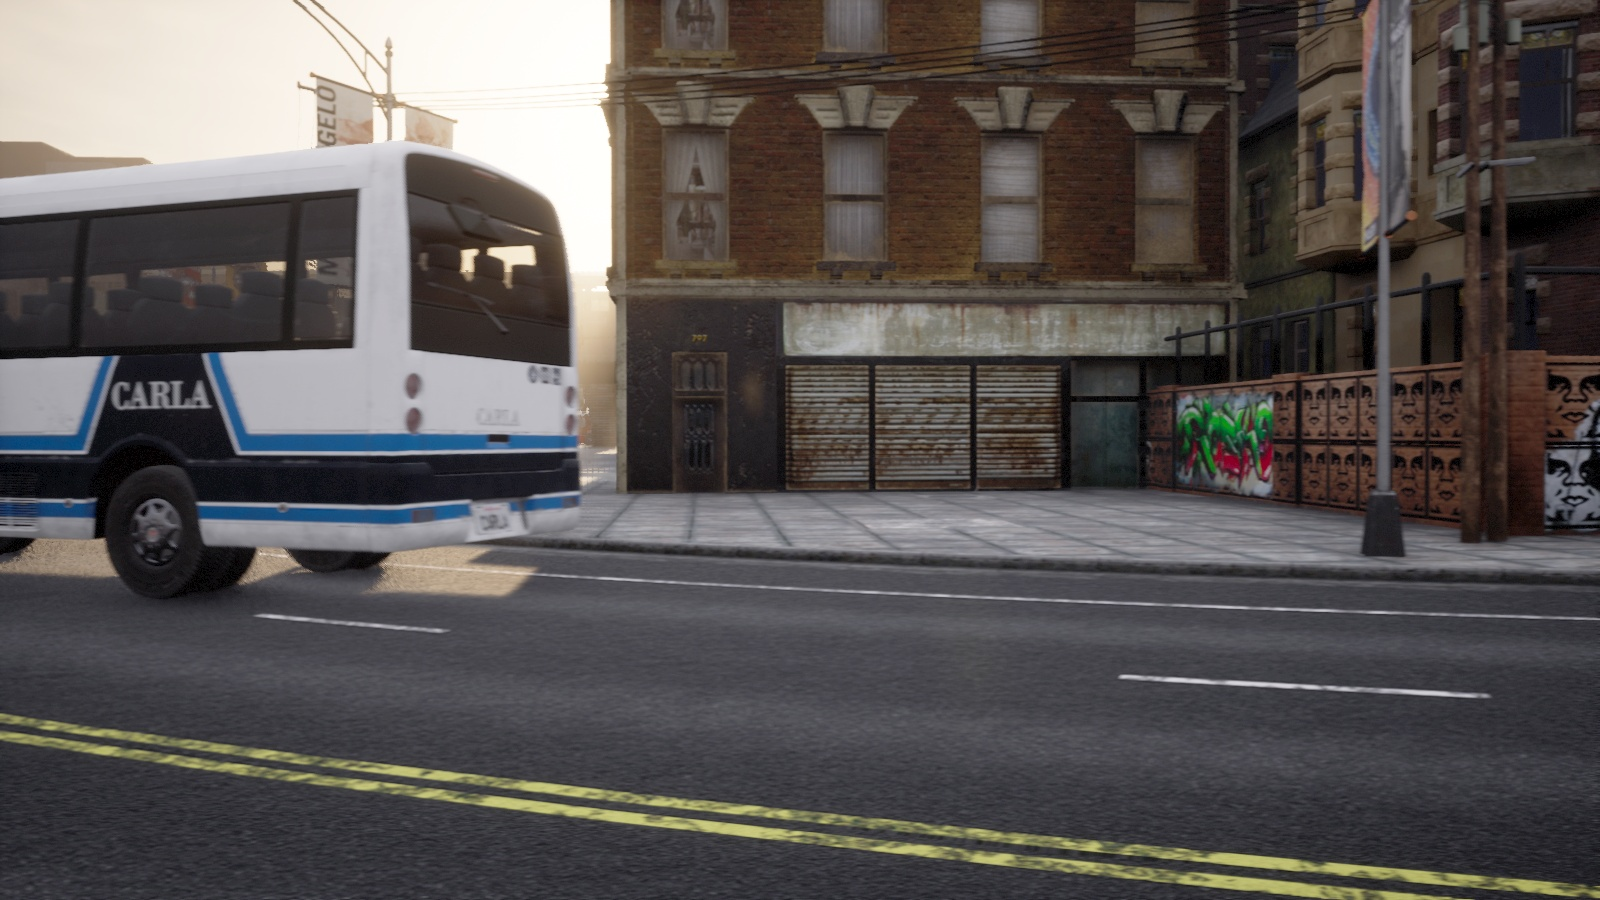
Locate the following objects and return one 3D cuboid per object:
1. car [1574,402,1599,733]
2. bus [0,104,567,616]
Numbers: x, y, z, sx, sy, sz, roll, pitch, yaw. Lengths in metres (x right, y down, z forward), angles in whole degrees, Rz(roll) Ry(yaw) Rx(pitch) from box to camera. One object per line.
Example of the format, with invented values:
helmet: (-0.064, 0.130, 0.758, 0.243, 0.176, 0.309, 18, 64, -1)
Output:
car: (6.143, 0.617, 5.084, 4.611, 1.667, 2.242, 0, 1, 11)
bus: (-8.133, -0.797, 14.020, 10.273, 4.253, 3.944, 1, 0, 20)
